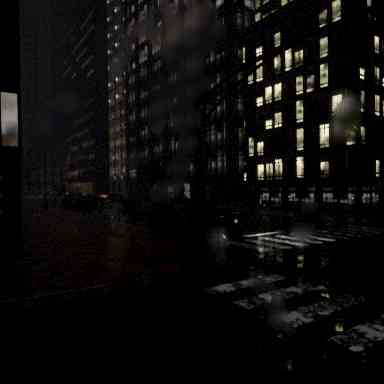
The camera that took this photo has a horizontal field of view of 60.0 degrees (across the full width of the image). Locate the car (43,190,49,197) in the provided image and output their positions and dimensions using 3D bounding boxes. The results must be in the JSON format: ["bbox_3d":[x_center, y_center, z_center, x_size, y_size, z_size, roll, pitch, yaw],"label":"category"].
[{"bbox_3d":[-35.652,0.689,84.658,2.008,1.369,4.403,-1,1,-35],"label":"car"}]

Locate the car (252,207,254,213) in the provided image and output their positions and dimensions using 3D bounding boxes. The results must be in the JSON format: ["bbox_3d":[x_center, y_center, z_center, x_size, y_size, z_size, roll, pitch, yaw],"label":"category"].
[{"bbox_3d":[3.110,1.279,28.349,1.752,1.417,4.829,-1,1,-35],"label":"car"}]

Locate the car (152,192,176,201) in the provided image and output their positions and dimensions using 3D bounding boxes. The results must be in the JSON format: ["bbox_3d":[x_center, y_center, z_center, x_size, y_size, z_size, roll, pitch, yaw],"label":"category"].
[{"bbox_3d":[-3.640,0.963,38.206,2.192,1.841,5.009,-1,1,-35],"label":"car"}]

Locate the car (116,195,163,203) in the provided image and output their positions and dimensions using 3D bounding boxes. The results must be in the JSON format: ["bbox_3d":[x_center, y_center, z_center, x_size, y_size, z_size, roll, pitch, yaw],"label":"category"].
[{"bbox_3d":[-4.778,1.306,29.647,1.837,1.490,4.892,-1,1,-34],"label":"car"}]

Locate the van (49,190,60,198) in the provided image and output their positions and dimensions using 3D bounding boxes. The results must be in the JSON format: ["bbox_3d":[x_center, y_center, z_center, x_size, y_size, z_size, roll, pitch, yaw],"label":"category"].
[{"bbox_3d":[-32.450,0.531,80.010,1.690,1.788,3.998,-1,1,-35],"label":"van"}]

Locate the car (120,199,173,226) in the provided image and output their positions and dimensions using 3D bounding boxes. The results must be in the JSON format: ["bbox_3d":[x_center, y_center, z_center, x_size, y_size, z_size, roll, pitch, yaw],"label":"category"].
[{"bbox_3d":[-2.886,1.455,22.399,2.008,1.369,4.403,-1,1,-35],"label":"car"}]

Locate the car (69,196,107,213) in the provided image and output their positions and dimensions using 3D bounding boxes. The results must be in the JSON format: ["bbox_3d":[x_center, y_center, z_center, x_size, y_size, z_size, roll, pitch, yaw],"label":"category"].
[{"bbox_3d":[-10.515,1.354,33.420,1.947,1.339,4.313,-1,1,-35],"label":"car"}]

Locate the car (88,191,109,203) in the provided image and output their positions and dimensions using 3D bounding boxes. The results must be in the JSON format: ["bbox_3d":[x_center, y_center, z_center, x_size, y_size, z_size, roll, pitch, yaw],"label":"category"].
[{"bbox_3d":[-15.939,0.796,56.782,2.097,1.767,4.553,-1,1,-35],"label":"car"}]

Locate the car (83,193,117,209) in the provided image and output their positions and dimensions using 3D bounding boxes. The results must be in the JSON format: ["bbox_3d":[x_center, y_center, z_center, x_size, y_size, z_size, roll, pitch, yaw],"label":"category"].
[{"bbox_3d":[-10.682,1.235,38.230,1.812,1.442,4.674,-1,1,-35],"label":"car"}]

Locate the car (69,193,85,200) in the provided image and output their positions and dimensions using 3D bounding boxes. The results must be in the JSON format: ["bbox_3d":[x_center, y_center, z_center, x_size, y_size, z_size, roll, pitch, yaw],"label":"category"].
[{"bbox_3d":[-22.847,0.889,66.078,1.887,1.381,4.507,-1,1,-35],"label":"car"}]

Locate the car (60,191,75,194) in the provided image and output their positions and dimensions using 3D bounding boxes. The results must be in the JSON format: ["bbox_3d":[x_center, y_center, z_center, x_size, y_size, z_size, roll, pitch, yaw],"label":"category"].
[{"bbox_3d":[-21.677,0.946,59.790,1.837,1.490,4.892,-1,1,-34],"label":"car"}]

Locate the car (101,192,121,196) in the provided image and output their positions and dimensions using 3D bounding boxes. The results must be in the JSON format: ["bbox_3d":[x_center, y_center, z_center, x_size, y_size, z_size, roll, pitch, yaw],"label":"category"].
[{"bbox_3d":[-11.956,1.009,51.064,1.837,1.490,4.892,-1,1,-35],"label":"car"}]

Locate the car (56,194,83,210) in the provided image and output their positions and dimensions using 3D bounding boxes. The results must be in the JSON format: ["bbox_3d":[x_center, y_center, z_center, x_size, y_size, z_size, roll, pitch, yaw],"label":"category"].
[{"bbox_3d":[-13.717,1.289,38.066,2.008,1.369,4.403,-1,1,-35],"label":"car"}]

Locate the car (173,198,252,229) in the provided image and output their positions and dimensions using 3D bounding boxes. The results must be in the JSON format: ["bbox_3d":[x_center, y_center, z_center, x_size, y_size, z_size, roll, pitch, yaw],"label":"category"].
[{"bbox_3d":[1.129,1.383,21.062,2.128,1.511,4.902,-1,1,-34],"label":"car"}]

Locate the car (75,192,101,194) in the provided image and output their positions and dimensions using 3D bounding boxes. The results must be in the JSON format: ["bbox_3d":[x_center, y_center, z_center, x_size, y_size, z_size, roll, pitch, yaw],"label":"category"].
[{"bbox_3d":[-16.134,1.077,51.775,2.033,1.411,5.357,-1,1,-34],"label":"car"}]
